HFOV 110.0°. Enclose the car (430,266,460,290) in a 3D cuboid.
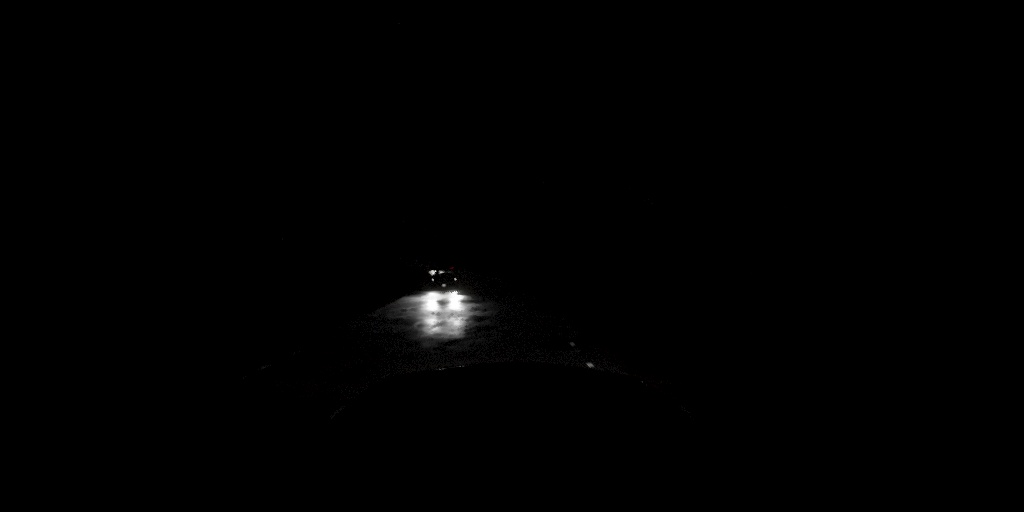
[{"bbox_3d":[-4.641,1.621,25.277,1.895,1.301,4.718,-1,-1,-7],"label":"car"}]
